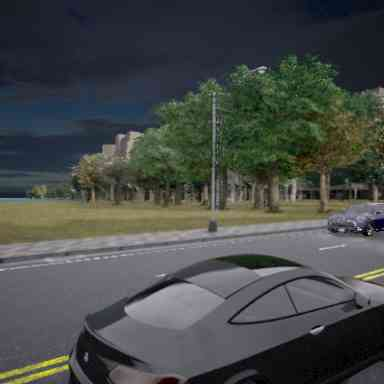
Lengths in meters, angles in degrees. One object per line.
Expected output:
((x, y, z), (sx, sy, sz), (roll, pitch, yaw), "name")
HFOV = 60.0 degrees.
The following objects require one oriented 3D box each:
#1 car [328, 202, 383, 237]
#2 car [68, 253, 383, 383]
((9.575, 1.386, 18.495), (4.553, 1.767, 2.097), (0, 0, -35), "car")
((0.944, 1.528, 4.129), (4.674, 1.442, 1.812), (0, 0, -36), "car")
